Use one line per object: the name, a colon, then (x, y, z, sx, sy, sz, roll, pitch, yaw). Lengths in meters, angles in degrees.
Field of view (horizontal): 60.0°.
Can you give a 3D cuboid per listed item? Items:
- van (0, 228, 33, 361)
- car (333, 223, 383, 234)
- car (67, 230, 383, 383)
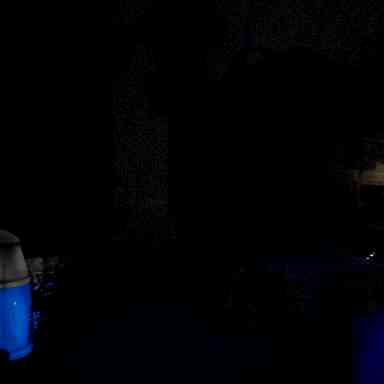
van: (-3.830, 1.335, 3.483, 3.998, 1.788, 1.690, 0, 0, -35)
car: (4.982, 1.606, 9.747, 4.313, 1.339, 1.947, 0, 0, -35)
car: (1.164, 1.490, 3.896, 5.008, 1.535, 1.882, 1, 0, -35)
